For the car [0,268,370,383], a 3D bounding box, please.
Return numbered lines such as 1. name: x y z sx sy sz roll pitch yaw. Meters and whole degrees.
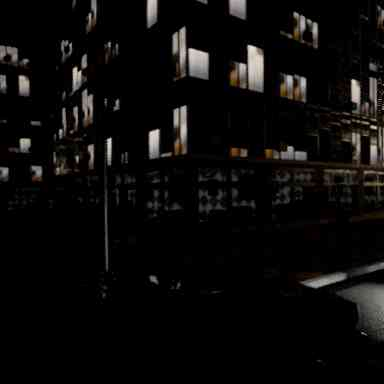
1. car: -0.496 1.542 3.023 5.357 1.411 2.033 0 0 -36
